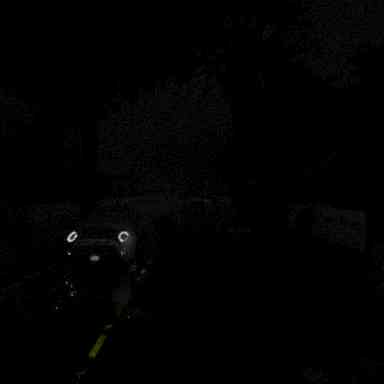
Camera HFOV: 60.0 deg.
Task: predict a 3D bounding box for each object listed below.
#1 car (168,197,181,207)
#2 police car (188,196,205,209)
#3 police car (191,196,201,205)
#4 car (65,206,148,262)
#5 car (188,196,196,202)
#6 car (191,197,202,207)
[{"bbox_3d":[-2.861,1.658,55.866,1.837,1.490,4.892,0,0,0],"label":"car"},{"bbox_3d":[0.780,1.541,47.317,1.930,1.638,5.238,0,0,0],"label":"police car"},{"bbox_3d":[0.764,1.618,63.325,1.930,1.638,5.238,0,0,0],"label":"police car"},{"bbox_3d":[-2.861,1.361,12.017,2.097,1.767,4.553,0,0,0],"label":"car"},{"bbox_3d":[-0.079,1.719,81.904,1.994,1.385,4.181,0,0,0],"label":"car"},{"bbox_3d":[0.770,1.686,57.212,1.812,1.442,4.674,0,0,0],"label":"car"}]
